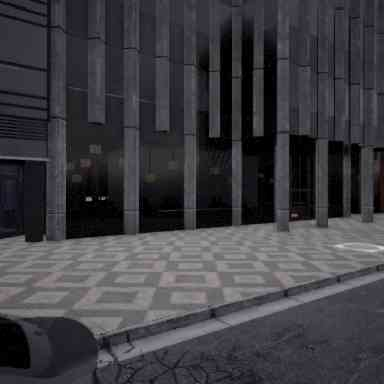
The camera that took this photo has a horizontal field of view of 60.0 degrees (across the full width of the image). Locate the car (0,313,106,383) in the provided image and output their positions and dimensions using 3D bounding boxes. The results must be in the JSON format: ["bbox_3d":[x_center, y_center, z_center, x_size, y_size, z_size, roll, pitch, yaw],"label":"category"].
[{"bbox_3d":[-2.788,1.505,1.391,4.892,1.490,1.837,0,0,-35],"label":"car"}]
